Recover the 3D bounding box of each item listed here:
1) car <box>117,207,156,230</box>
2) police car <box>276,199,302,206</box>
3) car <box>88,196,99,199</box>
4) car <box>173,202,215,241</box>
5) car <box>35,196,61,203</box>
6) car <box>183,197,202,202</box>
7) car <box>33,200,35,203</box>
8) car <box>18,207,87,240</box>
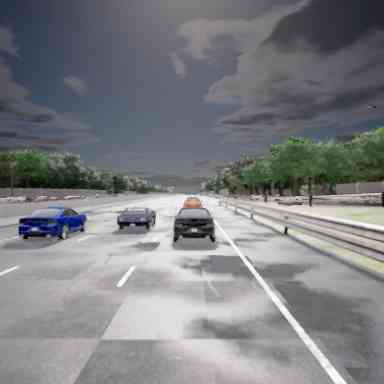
[{"bbox_3d":[-3.402,1.605,21.344,1.895,1.301,4.718,0,0,0],"label":"car"},{"bbox_3d":[15.094,1.354,52.280,2.038,1.542,4.974,0,-1,-18],"label":"police car"},{"bbox_3d":[-17.505,1.513,59.076,1.882,1.535,5.008,0,0,0],"label":"car"},{"bbox_3d":[0.098,1.482,16.706,1.882,1.535,5.008,0,0,0],"label":"car"},{"bbox_3d":[-21.071,1.592,49.825,1.895,1.301,4.718,0,0,0],"label":"car"},{"bbox_3d":[0.097,1.350,37.587,2.097,1.767,4.553,0,0,0],"label":"car"},{"bbox_3d":[-24.531,1.470,55.357,1.882,1.535,5.008,0,0,0],"label":"car"},{"bbox_3d":[-6.902,1.482,17.050,1.882,1.535,5.008,0,0,0],"label":"car"}]
